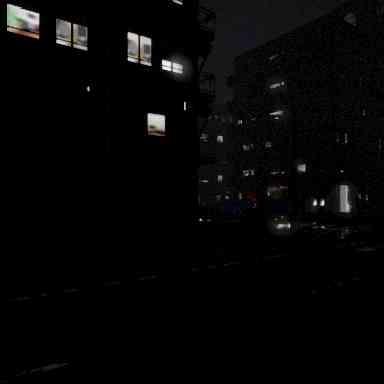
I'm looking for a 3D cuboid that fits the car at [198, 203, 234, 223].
[{"bbox_3d":[1.744,1.875,28.641,1.802,1.307,4.206,-1,0,-36],"label":"car"}]

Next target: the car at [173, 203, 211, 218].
[{"bbox_3d":[-0.052,1.933,35.413,1.994,1.385,4.181,0,-1,-37],"label":"car"}]

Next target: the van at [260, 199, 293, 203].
[{"bbox_3d":[8.479,1.603,33.564,1.690,1.788,3.998,-1,0,-36],"label":"van"}]

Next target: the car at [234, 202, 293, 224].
[{"bbox_3d":[5.844,1.802,27.392,1.994,1.385,4.181,0,-1,-36],"label":"car"}]

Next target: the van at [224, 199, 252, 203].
[{"bbox_3d":[5.160,1.676,38.077,1.690,1.788,3.998,-1,0,-36],"label":"van"}]

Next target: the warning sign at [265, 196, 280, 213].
[{"bbox_3d":[8.967,1.400,36.953,1.300,1.860,1.060,1,0,-36],"label":"warning sign"}]
